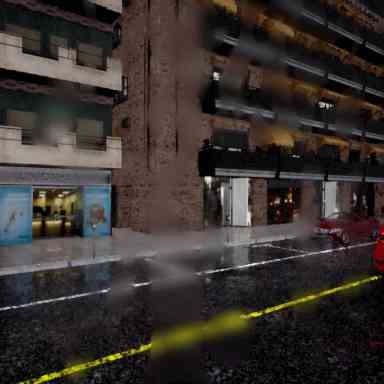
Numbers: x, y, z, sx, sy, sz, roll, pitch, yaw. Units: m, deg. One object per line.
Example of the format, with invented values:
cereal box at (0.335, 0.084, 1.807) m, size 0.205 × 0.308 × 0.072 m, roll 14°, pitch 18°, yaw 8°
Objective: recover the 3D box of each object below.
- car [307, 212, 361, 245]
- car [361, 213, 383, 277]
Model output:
car at (7.172, 1.583, 15.538) m, size 4.206 × 1.307 × 1.802 m, roll 0°, pitch 0°, yaw -35°
car at (6.761, 1.216, 8.257) m, size 5.566 × 2.045 × 2.150 m, roll 1°, pitch -1°, yaw -35°
